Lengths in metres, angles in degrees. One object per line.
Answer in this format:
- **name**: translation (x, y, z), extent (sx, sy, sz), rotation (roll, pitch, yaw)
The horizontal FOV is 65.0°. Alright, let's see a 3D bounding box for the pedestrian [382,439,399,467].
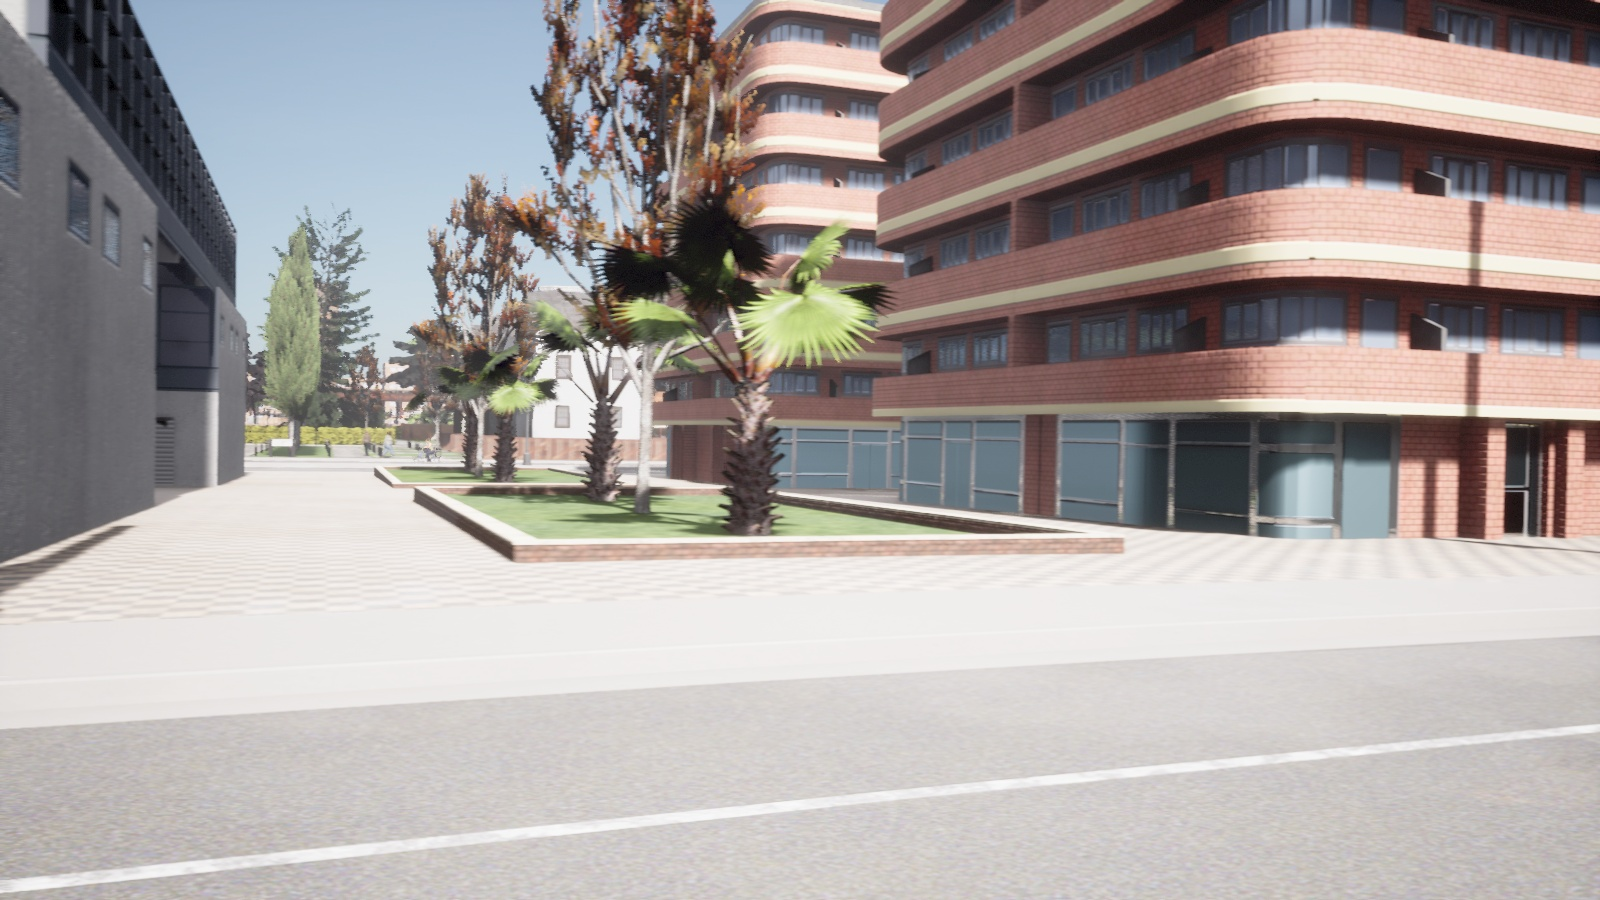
- **pedestrian**: translation (-27.594, 0.216, 84.556), extent (0.900, 1.855, 0.874), rotation (0, 1, -5)
